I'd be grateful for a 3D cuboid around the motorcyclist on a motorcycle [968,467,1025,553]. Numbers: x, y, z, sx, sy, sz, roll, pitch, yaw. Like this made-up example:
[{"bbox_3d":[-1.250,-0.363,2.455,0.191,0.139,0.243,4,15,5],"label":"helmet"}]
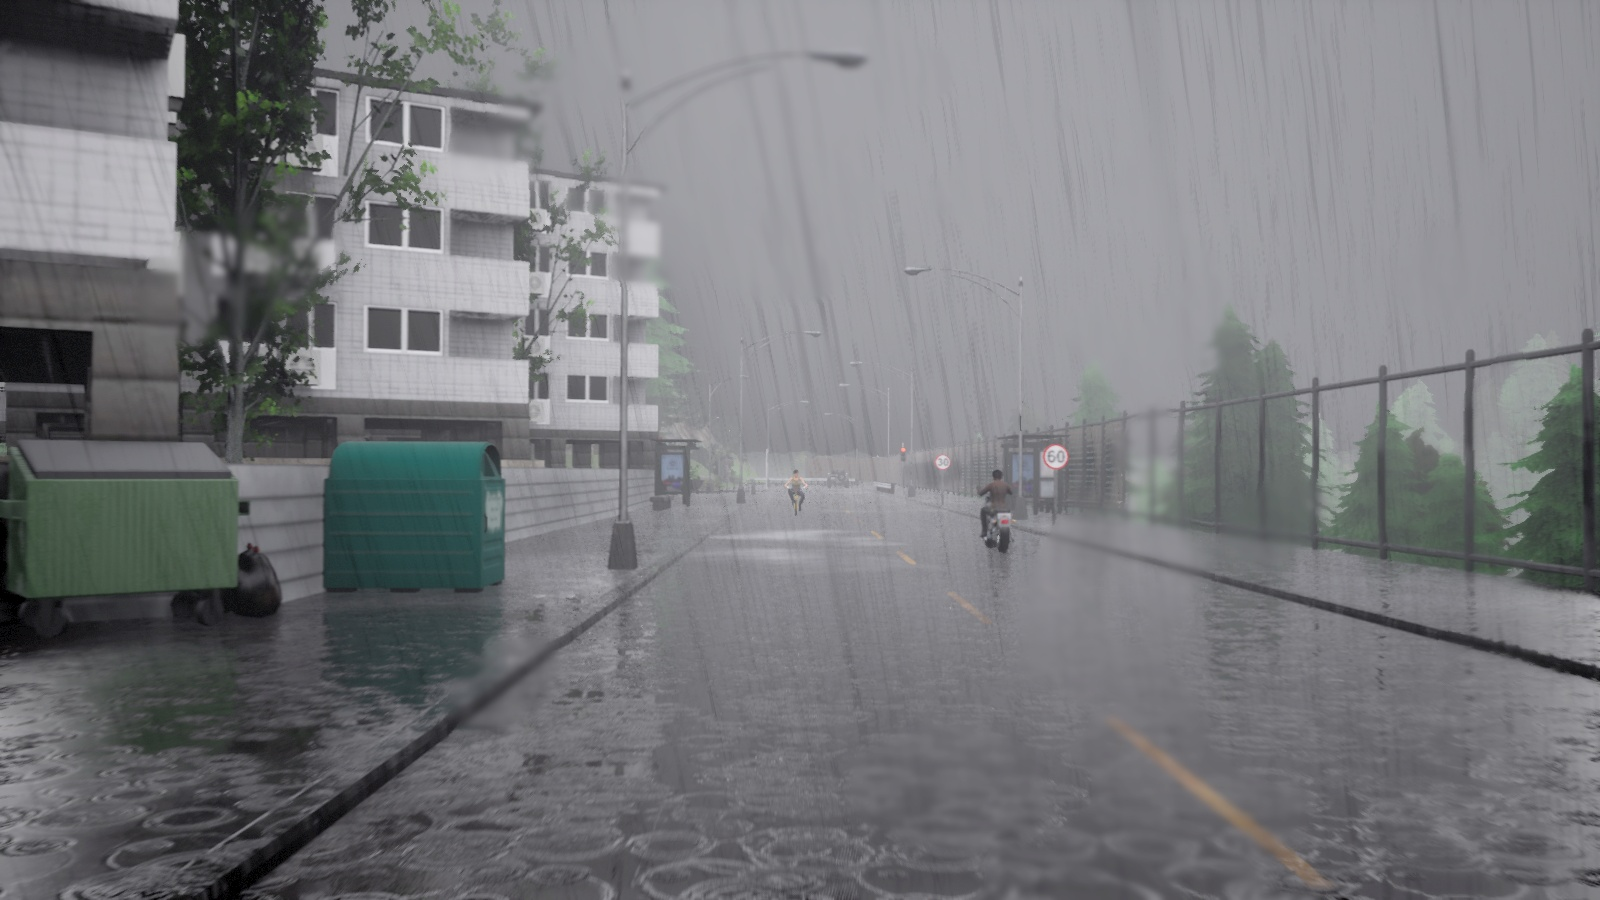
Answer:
[{"bbox_3d":[3.918,1.172,25.250,0.766,1.649,2.350,0,-1,0],"label":"motorcyclist on a motorcycle"}]
